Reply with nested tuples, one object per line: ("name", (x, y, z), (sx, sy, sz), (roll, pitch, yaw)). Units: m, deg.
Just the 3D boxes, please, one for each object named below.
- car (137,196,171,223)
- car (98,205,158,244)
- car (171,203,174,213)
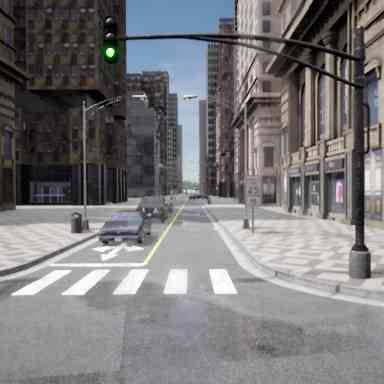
("car", (-3.118, 1.324, 26.847), (2.150, 2.045, 5.566), (0, 0, -1))
("car", (-3.115, 1.627, 16.628), (2.033, 1.411, 5.357), (0, 0, 0))
("car", (-3.107, 1.651, 37.178), (1.812, 1.442, 4.674), (0, 0, 0))
